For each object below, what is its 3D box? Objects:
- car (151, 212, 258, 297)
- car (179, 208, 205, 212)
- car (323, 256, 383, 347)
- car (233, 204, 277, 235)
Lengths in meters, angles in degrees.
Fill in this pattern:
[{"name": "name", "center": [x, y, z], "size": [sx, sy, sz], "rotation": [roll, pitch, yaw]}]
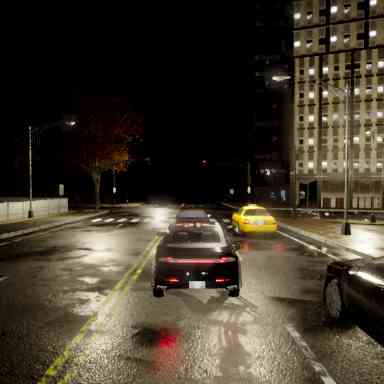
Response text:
[{"name": "car", "center": [0.078, 1.489, 8.526], "size": [2.128, 1.511, 4.902], "rotation": [0, 0, 0]}, {"name": "car", "center": [0.001, 1.544, 17.549], "size": [2.033, 1.411, 5.357], "rotation": [0, 0, 0]}, {"name": "car", "center": [3.349, 1.490, 4.279], "size": [2.128, 1.511, 4.902], "rotation": [0, 0, 0]}, {"name": "car", "center": [3.322, 1.453, 18.569], "size": [1.801, 1.575, 5.366], "rotation": [0, 0, 0]}]
